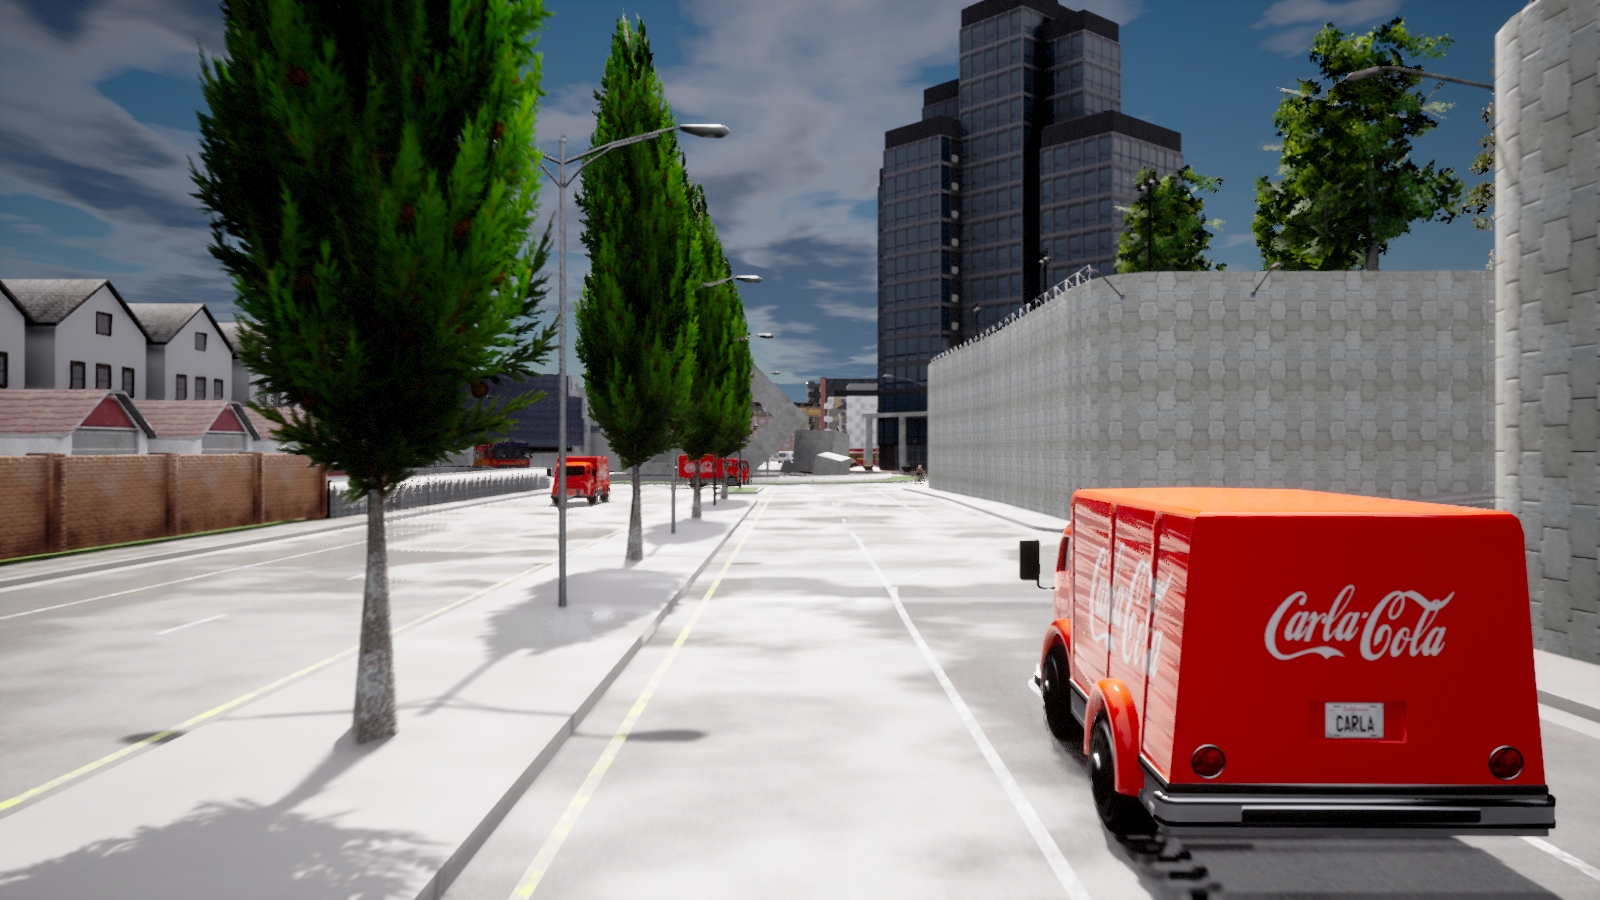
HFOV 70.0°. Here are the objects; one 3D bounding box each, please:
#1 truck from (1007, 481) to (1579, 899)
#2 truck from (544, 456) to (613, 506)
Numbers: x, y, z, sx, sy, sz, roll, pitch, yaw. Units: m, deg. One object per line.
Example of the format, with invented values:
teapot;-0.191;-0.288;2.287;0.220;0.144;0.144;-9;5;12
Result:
truck;3.482;1.568;9.594;2.627;2.467;5.204;0;0;1
truck;-11.501;1.568;59.784;2.627;2.467;5.204;0;0;0
